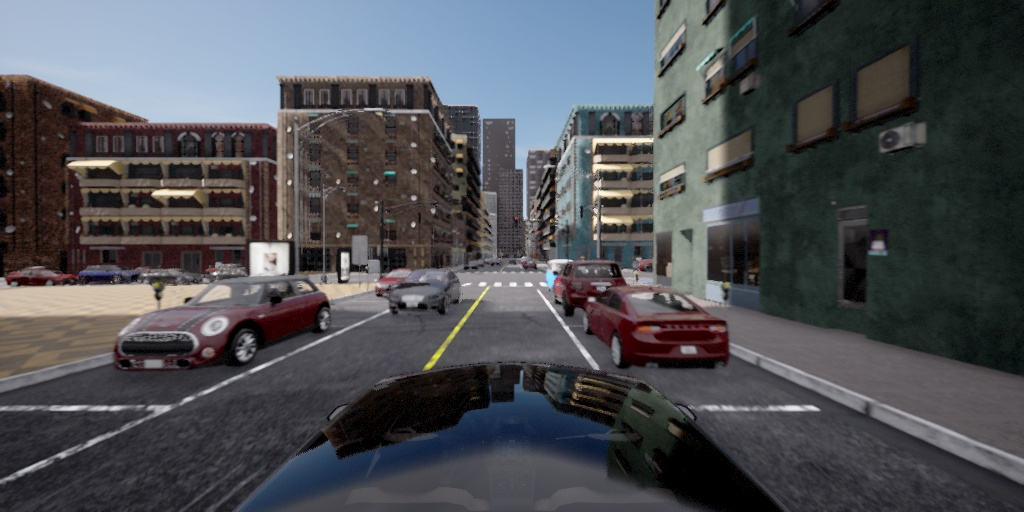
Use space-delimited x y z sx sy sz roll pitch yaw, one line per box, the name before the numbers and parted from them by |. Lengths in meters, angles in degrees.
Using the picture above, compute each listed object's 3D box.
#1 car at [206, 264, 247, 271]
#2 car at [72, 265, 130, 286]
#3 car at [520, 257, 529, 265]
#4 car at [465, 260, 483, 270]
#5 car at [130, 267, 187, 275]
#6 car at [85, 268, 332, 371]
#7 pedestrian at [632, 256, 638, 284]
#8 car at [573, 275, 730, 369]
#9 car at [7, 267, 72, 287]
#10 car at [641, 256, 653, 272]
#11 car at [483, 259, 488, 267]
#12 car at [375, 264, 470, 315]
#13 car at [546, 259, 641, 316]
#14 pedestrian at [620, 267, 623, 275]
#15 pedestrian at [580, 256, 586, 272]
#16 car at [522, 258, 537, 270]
car | -22.385 1.616 29.515 4.403 1.370 2.007 0 0 0
car | -35.684 1.587 32.148 4.553 1.767 2.097 -1 0 0
car | 2.705 1.282 56.655 1.948 1.339 4.313 0 0 0
car | -5.678 1.284 51.146 1.948 1.339 4.313 0 0 0
car | -27.954 1.697 29.476 4.403 1.370 2.007 0 0 0
car | -5.690 1.185 7.685 1.967 1.591 4.097 0 0 0
pedestrian | 8.142 0.899 23.893 0.375 1.860 0.375 0 0 0
car | 2.692 1.290 7.682 1.888 1.381 4.507 0 0 0
car | -38.384 1.844 29.450 4.507 1.381 1.888 0 0 0
car | 15.783 0.755 38.288 5.009 1.841 2.192 0 0 0
car | -5.675 1.281 62.193 1.948 1.339 4.313 0 0 0
car | -3.073 1.232 13.538 2.128 1.511 4.902 0 0 0
car | 2.693 1.055 13.210 2.192 1.841 5.009 0 0 0
pedestrian | 7.137 1.263 23.297 0.500 1.100 0.500 0 0 0
pedestrian | 4.840 0.877 24.494 0.375 1.860 0.375 0 0 0
car | 2.703 1.300 51.132 1.802 1.307 4.207 0 0 0
